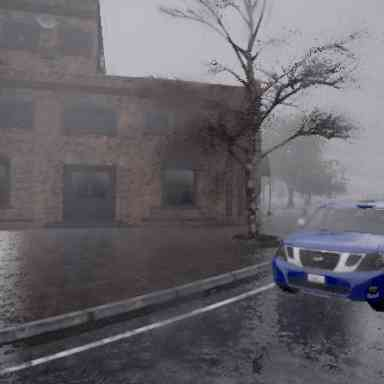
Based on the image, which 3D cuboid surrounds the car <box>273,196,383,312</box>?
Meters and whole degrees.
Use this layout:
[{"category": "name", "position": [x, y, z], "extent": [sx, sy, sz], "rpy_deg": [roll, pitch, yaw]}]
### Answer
[{"category": "car", "position": [4.118, 1.246, 8.249], "extent": [2.150, 2.045, 5.566], "rpy_deg": [0, 0, 41]}]
